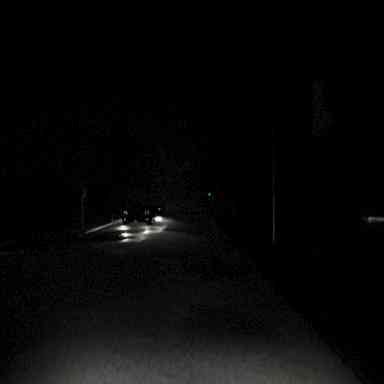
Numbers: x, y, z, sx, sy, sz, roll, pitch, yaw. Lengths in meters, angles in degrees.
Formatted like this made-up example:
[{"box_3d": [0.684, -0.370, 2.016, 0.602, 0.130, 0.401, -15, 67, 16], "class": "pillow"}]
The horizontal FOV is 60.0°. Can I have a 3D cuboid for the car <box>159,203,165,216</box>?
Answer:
[{"box_3d": [-4.081, 1.869, 36.467, 1.895, 1.301, 4.718, 0, 0, 0], "class": "car"}]

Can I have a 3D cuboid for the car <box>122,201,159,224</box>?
[{"box_3d": [-4.100, 1.546, 26.408, 2.097, 1.767, 4.553, 0, 0, 0], "class": "car"}]
